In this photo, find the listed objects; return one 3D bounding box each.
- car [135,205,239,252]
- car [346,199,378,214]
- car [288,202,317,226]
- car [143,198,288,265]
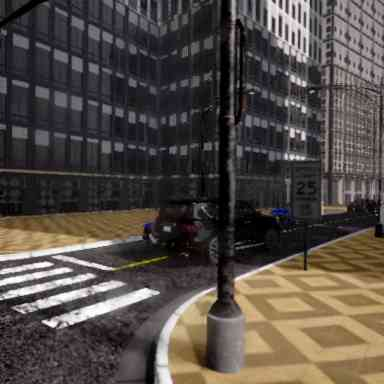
[{"bbox_3d":[0.003,1.449,14.953,1.882,1.535,5.008,1,1,39],"label":"car"},{"bbox_3d":[17.977,1.467,35.051,1.882,1.535,5.008,1,1,45],"label":"car"},{"bbox_3d":[7.308,1.455,23.625,1.882,1.535,5.008,1,0,42],"label":"car"},{"bbox_3d":[1.073,1.225,12.065,2.150,2.045,5.566,1,0,43],"label":"car"}]
